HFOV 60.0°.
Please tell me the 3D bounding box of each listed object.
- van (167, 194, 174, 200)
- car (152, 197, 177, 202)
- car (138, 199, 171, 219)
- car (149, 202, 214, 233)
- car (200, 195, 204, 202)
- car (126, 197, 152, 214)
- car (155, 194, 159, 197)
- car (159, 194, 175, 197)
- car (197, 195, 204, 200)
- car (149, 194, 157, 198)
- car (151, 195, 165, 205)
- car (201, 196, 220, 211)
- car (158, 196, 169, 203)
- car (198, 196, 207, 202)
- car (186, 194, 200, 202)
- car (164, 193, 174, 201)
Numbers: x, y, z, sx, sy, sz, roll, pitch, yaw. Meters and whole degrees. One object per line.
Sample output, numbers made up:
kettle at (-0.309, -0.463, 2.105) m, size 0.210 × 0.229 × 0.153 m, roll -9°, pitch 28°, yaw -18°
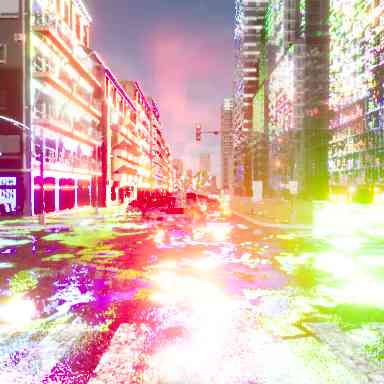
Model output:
van at (-5.981, 1.351, 91.843) m, size 1.690 × 1.788 × 3.998 m, roll -1°, pitch 0°, yaw 0°
car at (-3.206, 1.560, 39.067) m, size 1.994 × 1.385 × 4.181 m, roll 0°, pitch 0°, yaw 0°
car at (-3.187, 1.560, 29.141) m, size 1.994 × 1.385 × 4.181 m, roll 0°, pitch 0°, yaw 0°
car at (-0.414, 1.520, 19.568) m, size 2.033 × 1.411 × 5.357 m, roll 1°, pitch -1°, yaw 16°
car at (2.455, 1.551, 63.682) m, size 2.008 × 1.369 × 4.403 m, roll -1°, pitch 0°, yaw 0°
car at (-5.807, 1.540, 35.355) m, size 1.887 × 1.381 × 4.507 m, roll -1°, pitch 0°, yaw 0°
car at (-5.862, 1.312, 52.302) m, size 2.192 × 1.841 × 5.009 m, roll -1°, pitch 0°, yaw 0°
car at (-3.235, 1.488, 49.189) m, size 2.128 × 1.511 × 4.902 m, roll 0°, pitch 0°, yaw 0°
car at (2.368, 1.535, 92.098) m, size 1.752 × 1.417 × 4.829 m, roll -1°, pitch 0°, yaw 0°
car at (-5.826, 1.436, 41.004) m, size 1.967 × 1.590 × 4.097 m, roll -1°, pitch 0°, yaw 0°
car at (-5.877, 1.439, 57.950) m, size 1.967 × 1.590 × 4.097 m, roll -1°, pitch 0°, yaw 0°
car at (2.522, 1.541, 41.086) m, size 1.887 × 1.381 × 4.507 m, roll -1°, pitch 0°, yaw 0°
car at (-5.909, 1.584, 69.249) m, size 1.802 × 1.307 × 4.206 m, roll -1°, pitch 0°, yaw 0°
car at (2.421, 1.548, 74.980) m, size 1.887 × 1.381 × 4.507 m, roll -1°, pitch 0°, yaw 0°
car at (-0.074, 1.502, 58.082) m, size 1.837 × 1.490 × 4.892 m, roll 0°, pitch -1°, yaw 0°
car at (-5.964, 1.322, 86.196) m, size 2.192 × 1.841 × 5.009 m, roll -1°, pitch 0°, yaw 0°
